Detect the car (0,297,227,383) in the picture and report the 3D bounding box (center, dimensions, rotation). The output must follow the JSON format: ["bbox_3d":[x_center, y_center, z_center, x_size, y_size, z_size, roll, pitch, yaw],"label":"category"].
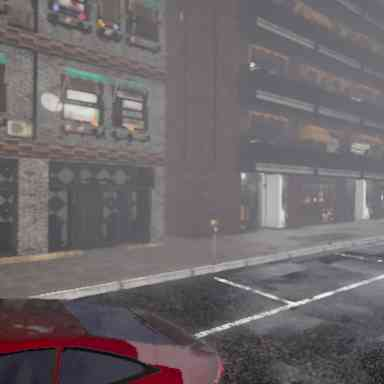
[{"bbox_3d":[-1.701,1.565,2.166,4.181,1.385,1.994,0,0,-35],"label":"car"}]
